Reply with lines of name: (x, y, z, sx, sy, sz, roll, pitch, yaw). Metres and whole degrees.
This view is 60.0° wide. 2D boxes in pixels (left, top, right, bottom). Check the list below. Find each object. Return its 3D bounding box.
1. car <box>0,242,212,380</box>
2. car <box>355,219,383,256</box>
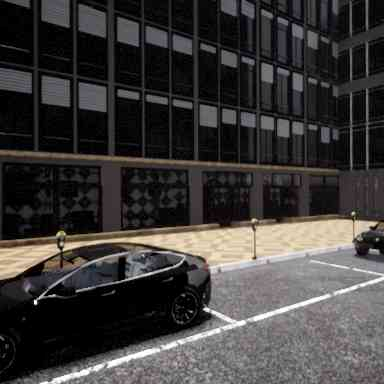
car: (-1.631, 1.565, 5.395, 4.313, 1.339, 1.947, 0, 0, -35)
car: (7.657, 1.560, 11.993, 4.313, 1.339, 1.947, 0, 0, -35)
